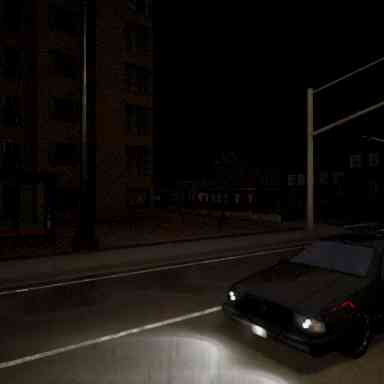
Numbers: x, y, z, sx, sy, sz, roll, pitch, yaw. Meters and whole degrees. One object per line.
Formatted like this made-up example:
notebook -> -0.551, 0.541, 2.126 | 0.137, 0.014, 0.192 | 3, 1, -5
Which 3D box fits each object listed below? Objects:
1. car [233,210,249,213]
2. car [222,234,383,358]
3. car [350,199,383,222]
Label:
car -> 5.402, 2.777, 36.656 | 2.097, 1.767, 4.553 | 0, -10, -36
car -> 3.106, 1.547, 6.173 | 5.357, 1.411, 2.033 | 0, 0, -35
car -> 14.165, 1.341, 24.458 | 2.097, 1.767, 4.553 | 0, -1, -33
